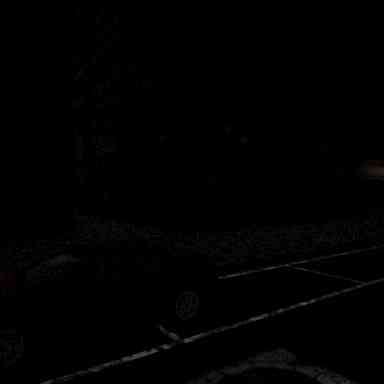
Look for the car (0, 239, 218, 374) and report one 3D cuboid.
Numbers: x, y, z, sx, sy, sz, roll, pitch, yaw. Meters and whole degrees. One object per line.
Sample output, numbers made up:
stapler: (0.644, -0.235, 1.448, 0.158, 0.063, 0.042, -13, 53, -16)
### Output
car: (-1.613, 1.545, 5.601, 4.507, 1.381, 1.887, 0, 1, -35)
